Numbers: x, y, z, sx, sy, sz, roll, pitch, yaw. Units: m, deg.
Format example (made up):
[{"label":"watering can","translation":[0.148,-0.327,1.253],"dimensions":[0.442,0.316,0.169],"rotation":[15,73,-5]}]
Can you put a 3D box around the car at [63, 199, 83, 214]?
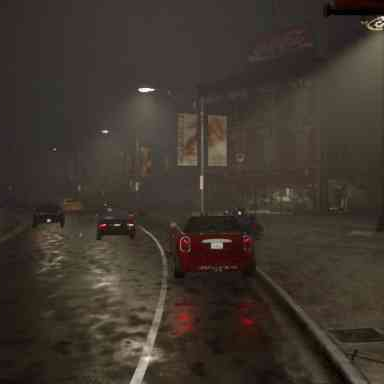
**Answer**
[{"label":"car","translation":[-13.102,1.467,35.057],"dimensions":[1.882,1.535,5.008],"rotation":[0,0,-36]}]

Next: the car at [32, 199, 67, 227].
[{"label":"car","translation":[-9.854,1.499,22.896],"dimensions":[1.837,1.490,4.892],"rotation":[0,0,-23]}]

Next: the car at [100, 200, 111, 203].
[{"label":"car","translation":[-8.688,1.511,34.540],"dimensions":[2.002,1.452,4.674],"rotation":[0,0,-35]}]

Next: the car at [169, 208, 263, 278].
[{"label":"car","translation":[0.407,1.350,10.332],"dimensions":[2.097,1.767,4.553],"rotation":[0,0,-6]}]

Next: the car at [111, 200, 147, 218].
[{"label":"car","translation":[-5.604,1.588,29.710],"dimensions":[1.895,1.301,4.718],"rotation":[0,0,-25]}]

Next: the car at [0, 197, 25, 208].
[{"label":"car","translation":[-25.554,1.488,47.108],"dimensions":[4.892,1.490,1.837],"rotation":[0,0,37]}]

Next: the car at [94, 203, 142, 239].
[{"label":"car","translation":[-4.081,1.543,17.451],"dimensions":[2.033,1.411,5.357],"rotation":[0,0,-16]}]
